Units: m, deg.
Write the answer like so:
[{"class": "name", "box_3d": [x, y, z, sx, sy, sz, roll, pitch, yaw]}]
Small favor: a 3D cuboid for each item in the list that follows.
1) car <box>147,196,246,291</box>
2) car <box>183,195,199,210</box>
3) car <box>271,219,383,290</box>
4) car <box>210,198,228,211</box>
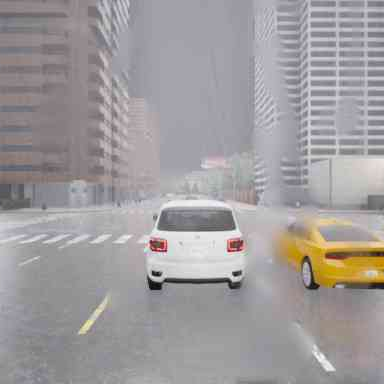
[{"class": "car", "box_3d": [0.065, 1.221, 9.179, 2.150, 2.045, 5.566, 0, 0, -1]}, {"class": "car", "box_3d": [-0.119, 1.352, 44.118, 2.097, 1.767, 4.553, 0, 0, 0]}, {"class": "car", "box_3d": [3.576, 1.478, 9.133, 1.882, 1.535, 5.008, 0, 0, 0]}, {"class": "car", "box_3d": [3.392, 1.526, 42.491, 1.812, 1.442, 4.674, 0, 0, -1]}]
